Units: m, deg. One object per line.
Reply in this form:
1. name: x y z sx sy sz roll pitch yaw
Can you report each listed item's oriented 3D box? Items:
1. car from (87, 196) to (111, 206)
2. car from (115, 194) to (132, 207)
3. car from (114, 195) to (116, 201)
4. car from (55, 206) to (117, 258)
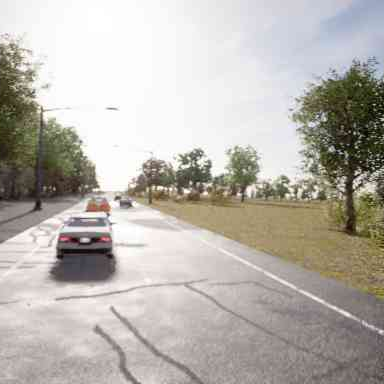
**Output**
1. car: -8.823 1.159 31.584 2.097 1.767 4.553 2 0 -15
2. car: -9.934 1.386 49.677 2.033 1.411 5.357 2 0 -15
3. car: -15.652 1.221 71.217 1.837 1.490 4.892 2 0 -15
4. car: -3.797 1.459 12.286 2.033 1.411 5.357 2 0 -15
